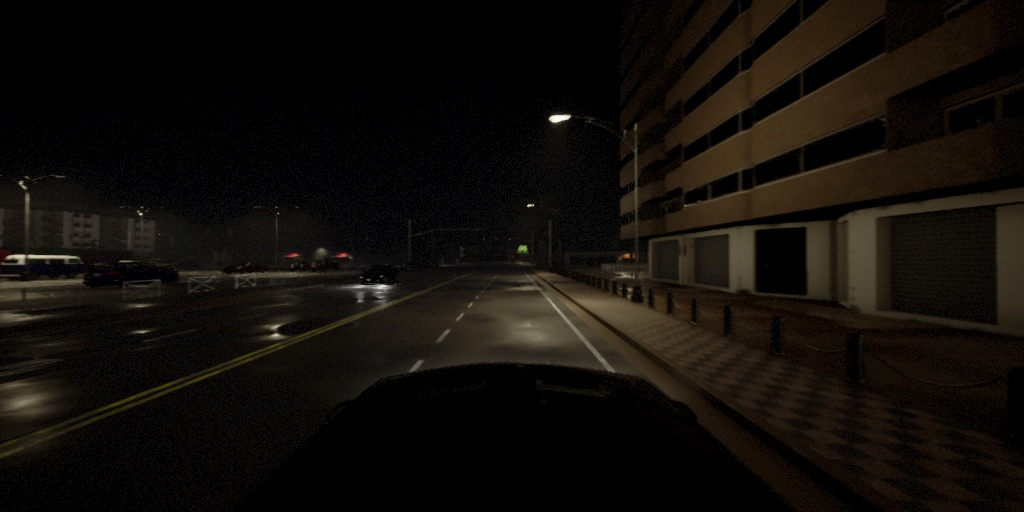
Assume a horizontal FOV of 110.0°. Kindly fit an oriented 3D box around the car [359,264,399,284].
[{"bbox_3d":[-10.503,1.465,28.660,1.837,1.490,4.892,0,1,0],"label":"car"}]
